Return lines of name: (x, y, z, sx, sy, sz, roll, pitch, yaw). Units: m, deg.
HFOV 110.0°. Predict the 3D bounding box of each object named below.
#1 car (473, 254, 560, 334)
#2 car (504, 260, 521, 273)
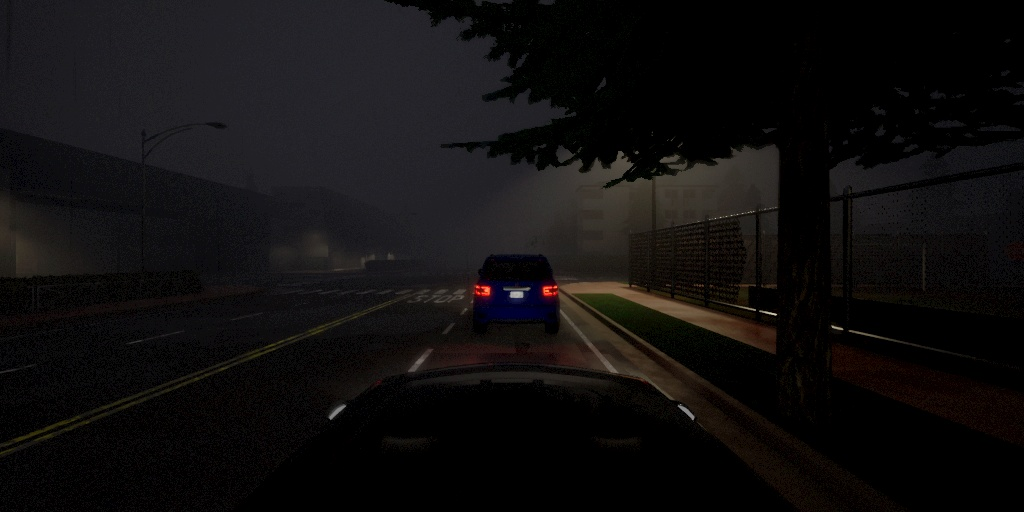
car: (0.115, 0.972, 10.809, 2.150, 2.045, 5.566, 0, 0, 0)
car: (0.022, 1.242, 45.675, 2.128, 1.511, 4.902, 0, 0, 0)
